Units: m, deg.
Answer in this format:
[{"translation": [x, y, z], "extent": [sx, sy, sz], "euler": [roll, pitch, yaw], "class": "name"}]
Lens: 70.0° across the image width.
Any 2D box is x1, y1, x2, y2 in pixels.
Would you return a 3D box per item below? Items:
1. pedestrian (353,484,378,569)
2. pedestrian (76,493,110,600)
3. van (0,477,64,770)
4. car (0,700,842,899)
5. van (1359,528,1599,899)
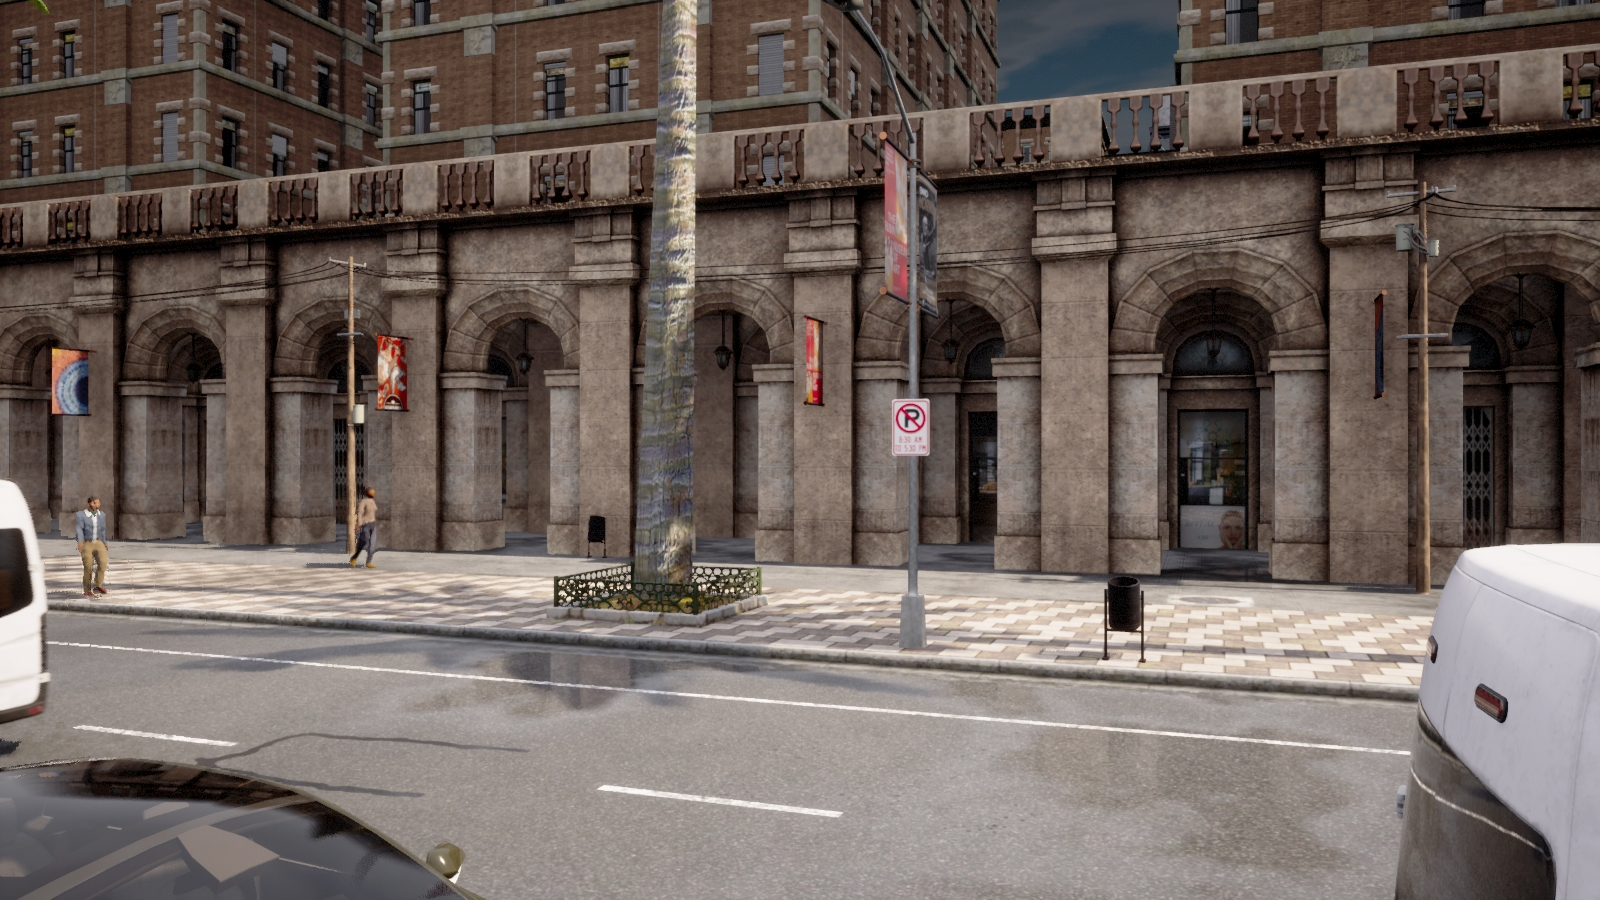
[{"translation": [-9.678, 1.696, 25.451], "extent": [0.375, 1.860, 0.375], "euler": [0, 0, 21], "class": "pedestrian"}, {"translation": [-12.531, 1.696, 20.251], "extent": [0.375, 1.860, 0.375], "euler": [0, 0, 33], "class": "pedestrian"}, {"translation": [-9.940, 1.534, 10.676], "extent": [5.915, 2.561, 1.988], "euler": [0, 0, 20], "class": "van"}, {"translation": [-2.519, 2.061, 4.220], "extent": [4.892, 1.480, 2.231], "euler": [0, 0, 20], "class": "car"}, {"translation": [4.249, 1.534, 1.754], "extent": [5.915, 2.561, 1.988], "euler": [0, 0, 20], "class": "van"}]
